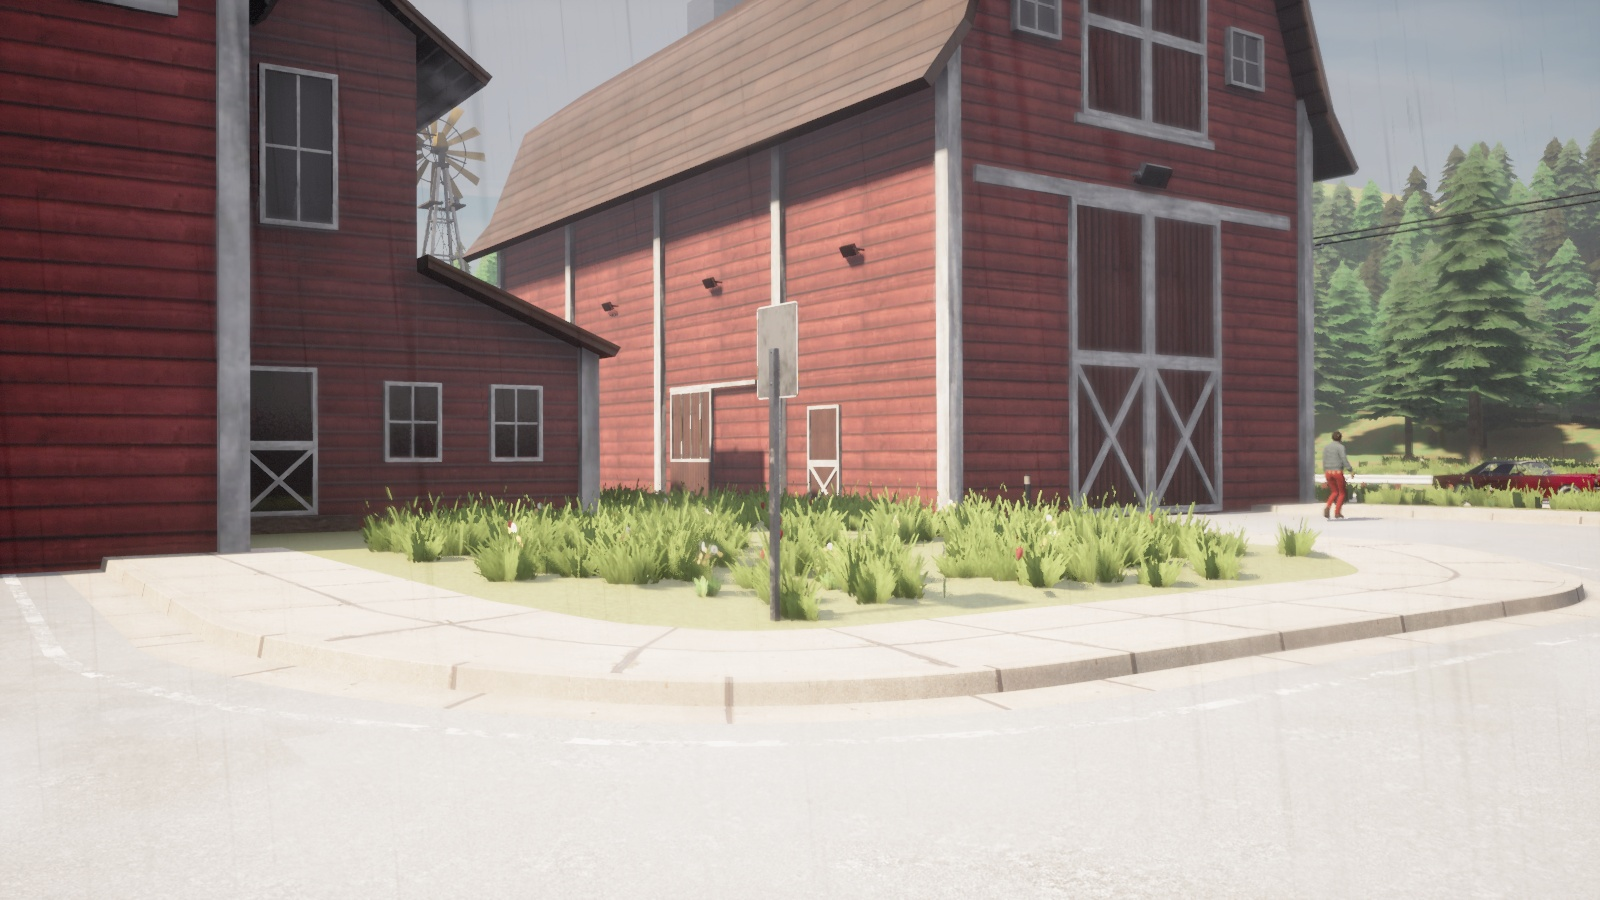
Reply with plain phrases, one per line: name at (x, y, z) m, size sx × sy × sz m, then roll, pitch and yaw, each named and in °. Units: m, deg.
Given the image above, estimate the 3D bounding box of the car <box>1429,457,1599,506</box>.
car at (20.994, 0.865, 36.269) m, size 1.895 × 1.301 × 4.718 m, roll 0°, pitch 0°, yaw -34°

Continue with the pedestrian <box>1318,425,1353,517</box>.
pedestrian at (10.880, 0.419, 25.516) m, size 0.614 × 1.847 × 0.353 m, roll 0°, pitch 0°, yaw -34°
